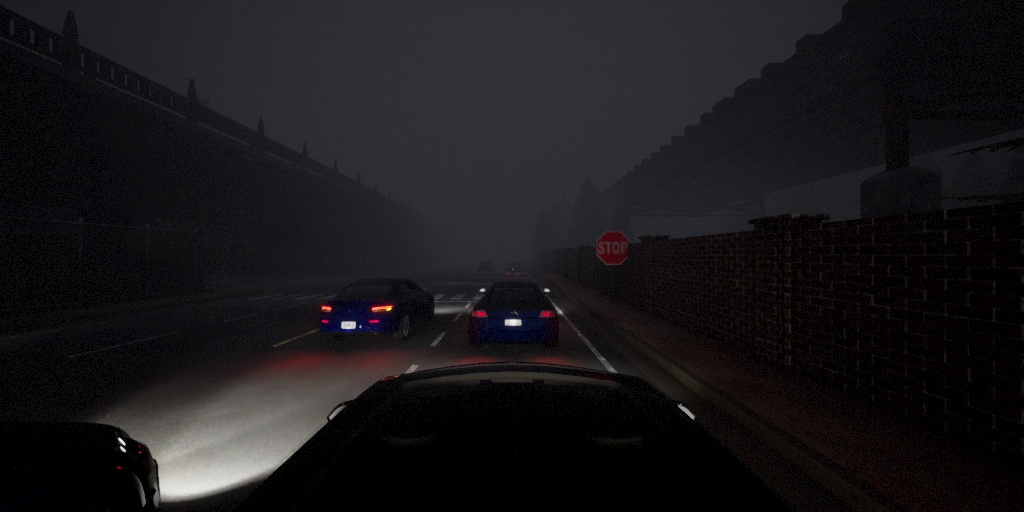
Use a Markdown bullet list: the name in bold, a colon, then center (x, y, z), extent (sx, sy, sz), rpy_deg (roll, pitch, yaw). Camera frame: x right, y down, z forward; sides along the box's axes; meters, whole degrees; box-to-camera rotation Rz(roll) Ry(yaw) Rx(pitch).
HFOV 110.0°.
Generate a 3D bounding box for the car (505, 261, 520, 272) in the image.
- **car**: center (0.085, 1.351, 46.076), extent (1.895, 1.301, 4.718), rpy_deg (0, 0, -1)

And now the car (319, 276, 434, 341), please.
- **car**: center (-3.415, 1.276, 9.779), extent (1.812, 1.442, 4.674), rpy_deg (0, 0, 0)

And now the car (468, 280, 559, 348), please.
- **car**: center (0.067, 1.314, 9.258), extent (1.994, 1.385, 4.181), rpy_deg (0, 0, 1)

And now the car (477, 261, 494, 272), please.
- **car**: center (-3.410, 1.297, 45.908), extent (2.033, 1.411, 5.357), rpy_deg (0, 0, -1)

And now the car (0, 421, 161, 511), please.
- **car**: center (-3.398, 1.314, 0.683), extent (1.994, 1.385, 4.181), rpy_deg (0, 0, 0)
